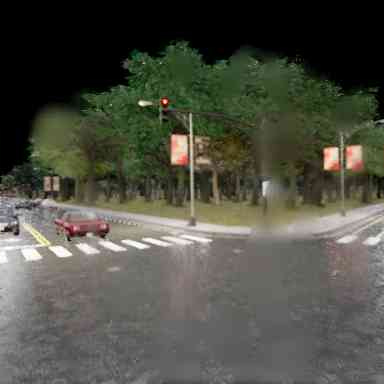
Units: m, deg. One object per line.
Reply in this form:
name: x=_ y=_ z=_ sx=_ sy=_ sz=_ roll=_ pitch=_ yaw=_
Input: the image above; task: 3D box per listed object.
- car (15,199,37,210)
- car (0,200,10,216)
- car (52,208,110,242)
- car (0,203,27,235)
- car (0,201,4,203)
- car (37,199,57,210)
car: x=-23.249 y=1.765 z=45.926 sx=2.128 sy=1.511 sz=4.902 roll=-1 pitch=0 yaw=-31
car: x=-20.876 y=1.728 z=35.658 sx=2.128 sy=1.511 sz=4.902 roll=-1 pitch=0 yaw=-31
car: x=-5.793 y=1.664 z=17.064 sx=1.895 sy=1.301 sz=4.718 roll=-1 pitch=0 yaw=-31
car: x=-10.902 y=1.612 z=18.855 sx=2.128 sy=1.511 sz=4.902 roll=-1 pitch=0 yaw=-31
car: x=-15.718 y=1.652 z=26.934 sx=1.882 sy=1.535 sz=5.008 roll=-1 pitch=0 yaw=-31
car: x=-20.616 y=1.770 z=47.856 sx=1.812 sy=1.442 sz=4.674 roll=-1 pitch=0 yaw=-31
